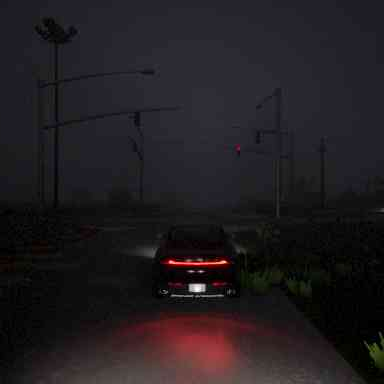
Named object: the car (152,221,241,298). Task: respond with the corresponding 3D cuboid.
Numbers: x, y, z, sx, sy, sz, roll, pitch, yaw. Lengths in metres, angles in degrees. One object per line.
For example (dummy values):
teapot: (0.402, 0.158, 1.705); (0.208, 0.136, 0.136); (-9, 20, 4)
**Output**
car: (0.096, 1.505, 8.499); (1.837, 1.490, 4.892); (0, 0, 0)
